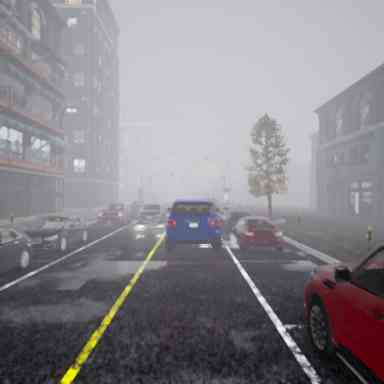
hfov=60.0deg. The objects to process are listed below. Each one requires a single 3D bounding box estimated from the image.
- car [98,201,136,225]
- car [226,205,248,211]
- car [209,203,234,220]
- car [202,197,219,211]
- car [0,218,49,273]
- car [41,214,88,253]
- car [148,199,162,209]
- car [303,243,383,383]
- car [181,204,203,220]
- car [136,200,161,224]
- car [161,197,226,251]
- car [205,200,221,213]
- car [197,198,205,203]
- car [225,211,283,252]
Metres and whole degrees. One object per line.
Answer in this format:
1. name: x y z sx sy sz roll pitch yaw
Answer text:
1. car: -5.751 1.610 25.141 1.967 1.590 4.097 0 0 0
2. car: 2.644 1.695 19.623 1.947 1.339 4.313 0 0 0
3. car: 2.616 1.777 30.700 1.947 1.339 4.313 0 0 0
4. car: 2.575 1.648 47.320 2.192 1.841 5.009 0 0 0
5. car: -5.708 1.604 8.524 2.008 1.369 4.403 0 0 0
6. car: -5.722 1.641 14.062 2.008 1.369 4.403 0 0 0
7. car: -5.820 1.897 52.668 1.752 1.417 4.829 0 0 0
8. car: 2.687 1.334 3.009 2.192 1.841 5.009 0 0 0
9. car: 0.018 1.816 31.291 1.895 1.301 4.718 0 0 0
10. car: -3.165 1.687 26.918 1.837 1.490 4.892 0 0 0
11. car: 0.060 1.317 14.749 2.150 2.045 5.566 0 0 0
12. car: 2.588 1.819 41.949 1.752 1.417 4.829 0 0 0
13. car: 2.465 2.233 90.808 2.008 1.369 4.403 0 -1 0
14. car: 2.658 1.672 14.083 1.802 1.307 4.206 0 0 0
